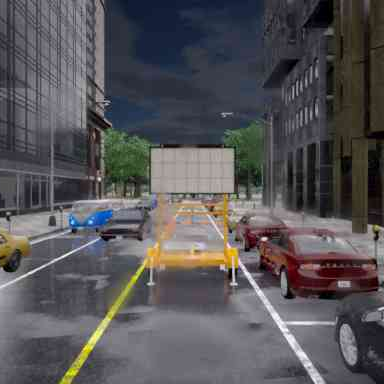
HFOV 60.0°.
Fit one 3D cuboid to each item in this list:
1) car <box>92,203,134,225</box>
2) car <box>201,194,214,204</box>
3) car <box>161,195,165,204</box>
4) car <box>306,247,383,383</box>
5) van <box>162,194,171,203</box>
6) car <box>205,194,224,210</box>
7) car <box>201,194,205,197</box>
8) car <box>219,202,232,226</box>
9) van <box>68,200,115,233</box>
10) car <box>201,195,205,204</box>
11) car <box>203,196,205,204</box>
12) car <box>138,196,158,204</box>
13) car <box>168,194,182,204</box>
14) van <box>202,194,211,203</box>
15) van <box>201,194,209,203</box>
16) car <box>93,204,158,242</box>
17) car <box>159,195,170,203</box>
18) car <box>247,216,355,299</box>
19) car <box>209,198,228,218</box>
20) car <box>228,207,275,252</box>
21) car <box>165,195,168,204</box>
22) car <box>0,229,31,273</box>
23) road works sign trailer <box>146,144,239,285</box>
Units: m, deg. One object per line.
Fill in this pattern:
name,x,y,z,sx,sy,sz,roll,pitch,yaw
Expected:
car,-5.724,1.553,24.614,2.008,1.369,4.403,0,0,0
car,2.861,1.333,62.663,2.192,1.841,5.009,0,0,0
car,-5.681,1.537,51.632,1.752,1.417,4.829,0,0,0
car,2.767,1.551,2.849,2.008,1.369,4.403,0,0,0
van,-5.647,1.367,73.552,1.690,1.788,3.998,0,0,0
car,2.818,1.320,35.475,2.192,1.841,5.009,0,0,0
car,2.853,1.455,57.225,1.967,1.590,4.097,0,0,0
car,2.793,1.527,19.332,1.752,1.417,4.829,0,0,0
van,-5.733,1.342,19.176,1.690,1.788,3.998,0,0,0
car,2.844,1.556,51.788,1.887,1.381,4.507,0,0,0
car,2.836,1.534,46.520,1.752,1.417,4.829,0,0,0
car,-5.698,1.573,40.926,1.947,1.339,4.313,0,0,0
car,-2.901,1.510,61.747,2.128,1.511,4.902,0,0,0
van,2.870,1.363,68.100,1.690,1.788,3.998,0,0,0
van,2.879,1.367,73.538,1.690,1.788,3.998,0,0,0
car,-3.073,1.548,16.748,2.033,1.411,5.357,0,0,0
car,-5.655,1.462,68.114,1.967,1.590,4.097,0,0,0
car,2.776,1.545,8.287,1.887,1.381,4.507,0,0,0
car,2.810,1.529,30.207,1.752,1.417,4.829,0,0,0
car,2.784,1.545,13.725,1.887,1.381,4.507,0,0,0
car,-5.672,1.581,57.239,1.947,1.339,4.313,0,0,0
car,-5.750,1.525,8.131,1.752,1.417,4.829,0,0,0
road works sign trailer,0.015,0.465,9.434,2.380,3.560,2.880,0,0,0
